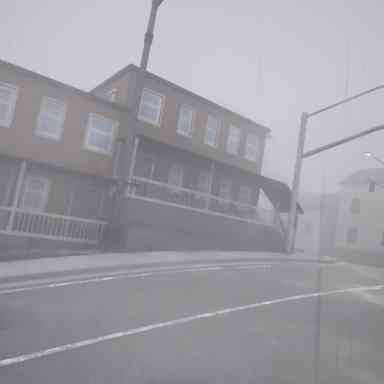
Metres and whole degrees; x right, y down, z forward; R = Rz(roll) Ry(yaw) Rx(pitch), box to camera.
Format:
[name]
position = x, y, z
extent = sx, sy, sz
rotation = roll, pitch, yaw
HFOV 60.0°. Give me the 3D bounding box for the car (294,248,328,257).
[car]
position = 9.708, 5.695, 29.284
extent = 1.812, 1.442, 4.674
rotation = 14, -16, -34
